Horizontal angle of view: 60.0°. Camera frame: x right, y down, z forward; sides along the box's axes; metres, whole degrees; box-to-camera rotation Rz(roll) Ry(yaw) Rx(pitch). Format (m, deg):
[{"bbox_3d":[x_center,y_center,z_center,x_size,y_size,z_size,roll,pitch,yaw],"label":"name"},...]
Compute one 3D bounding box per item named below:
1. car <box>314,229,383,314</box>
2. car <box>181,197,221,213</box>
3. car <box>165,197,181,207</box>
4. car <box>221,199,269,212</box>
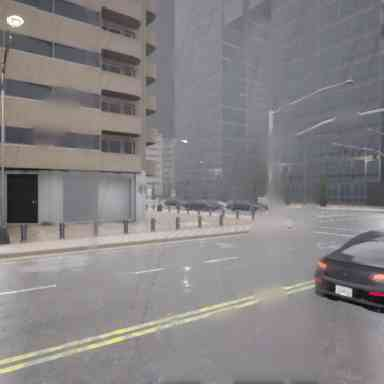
[{"bbox_3d":[4.474,1.526,7.004,4.674,1.442,1.812,0,0,-35],"label":"car"},{"bbox_3d":[1.358,1.492,37.337,2.033,1.411,5.357,0,0,-35],"label":"car"},{"bbox_3d":[-2.165,1.432,48.422,2.128,1.511,4.902,0,0,-35],"label":"car"},{"bbox_3d":[6.021,1.492,36.822,2.033,1.411,5.357,0,0,-36],"label":"car"}]
